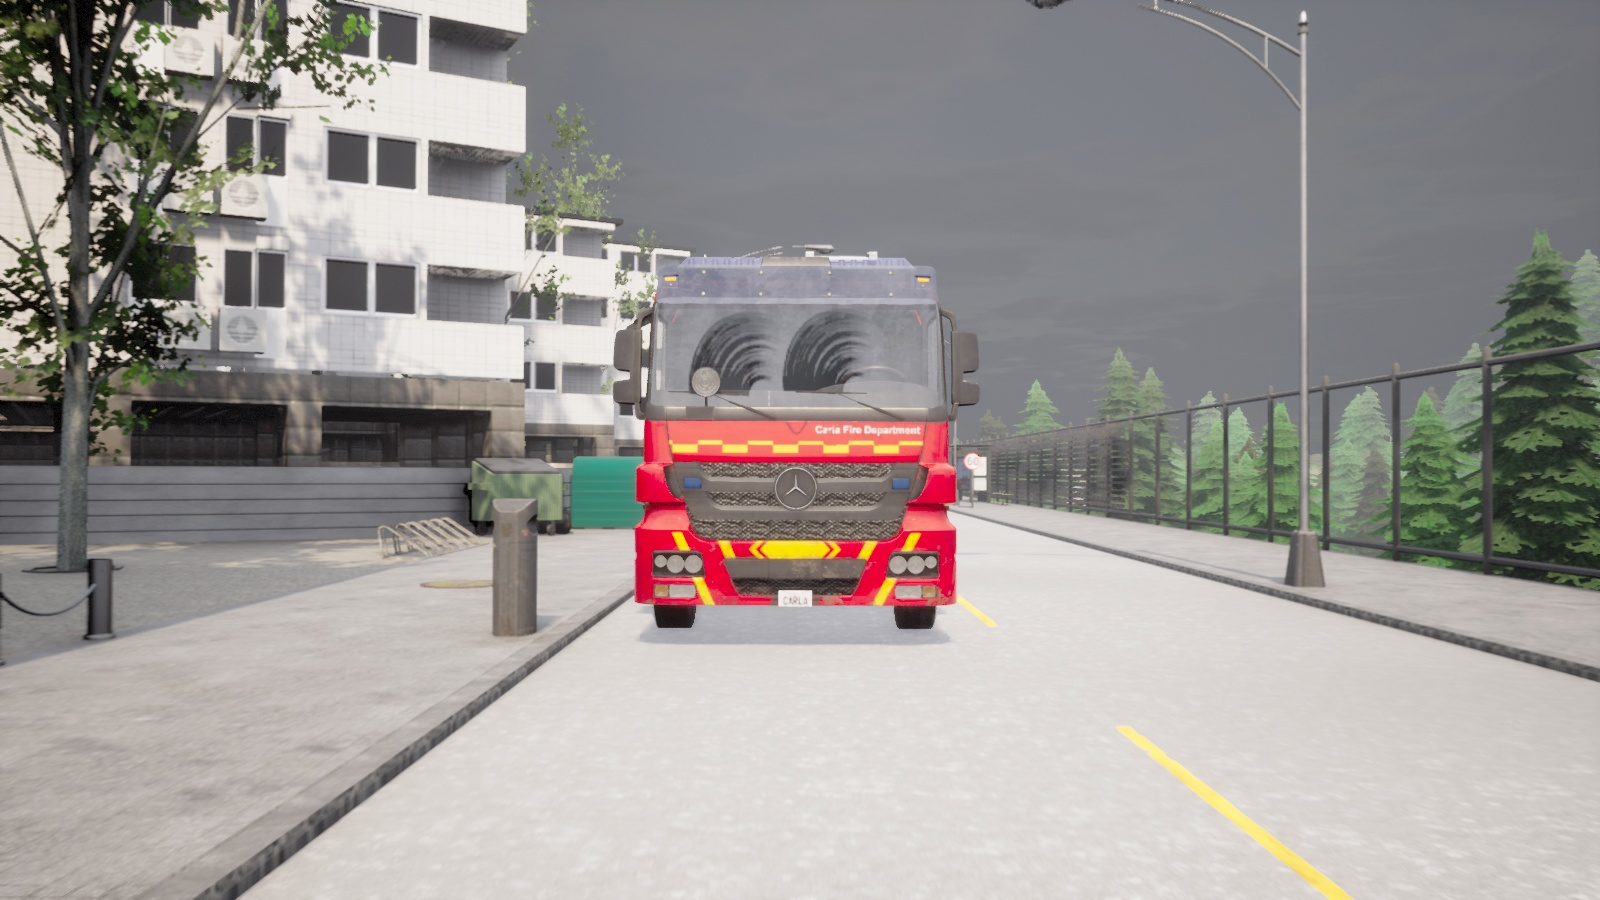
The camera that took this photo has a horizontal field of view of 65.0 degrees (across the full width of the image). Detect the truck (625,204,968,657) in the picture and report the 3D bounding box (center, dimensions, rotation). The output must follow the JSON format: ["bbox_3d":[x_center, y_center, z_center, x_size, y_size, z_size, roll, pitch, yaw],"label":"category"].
[{"bbox_3d":[-0.043,-0.101,14.858,2.891,3.827,8.468,0,-1,0],"label":"truck"}]
